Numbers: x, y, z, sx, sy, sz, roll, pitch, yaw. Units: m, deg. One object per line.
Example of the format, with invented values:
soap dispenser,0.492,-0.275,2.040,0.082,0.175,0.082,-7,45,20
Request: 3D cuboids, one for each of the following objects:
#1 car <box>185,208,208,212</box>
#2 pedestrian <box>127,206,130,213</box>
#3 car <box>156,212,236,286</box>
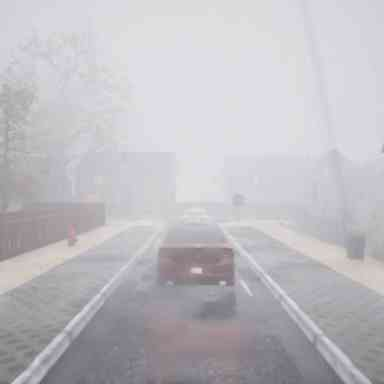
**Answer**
car,0.276,1.725,20.379,1.812,1.442,4.674,0,0,4
pedestrian,-6.742,1.702,35.292,0.375,1.860,0.375,0,-1,1
car,0.091,1.573,9.676,1.882,1.535,5.008,0,-1,0
